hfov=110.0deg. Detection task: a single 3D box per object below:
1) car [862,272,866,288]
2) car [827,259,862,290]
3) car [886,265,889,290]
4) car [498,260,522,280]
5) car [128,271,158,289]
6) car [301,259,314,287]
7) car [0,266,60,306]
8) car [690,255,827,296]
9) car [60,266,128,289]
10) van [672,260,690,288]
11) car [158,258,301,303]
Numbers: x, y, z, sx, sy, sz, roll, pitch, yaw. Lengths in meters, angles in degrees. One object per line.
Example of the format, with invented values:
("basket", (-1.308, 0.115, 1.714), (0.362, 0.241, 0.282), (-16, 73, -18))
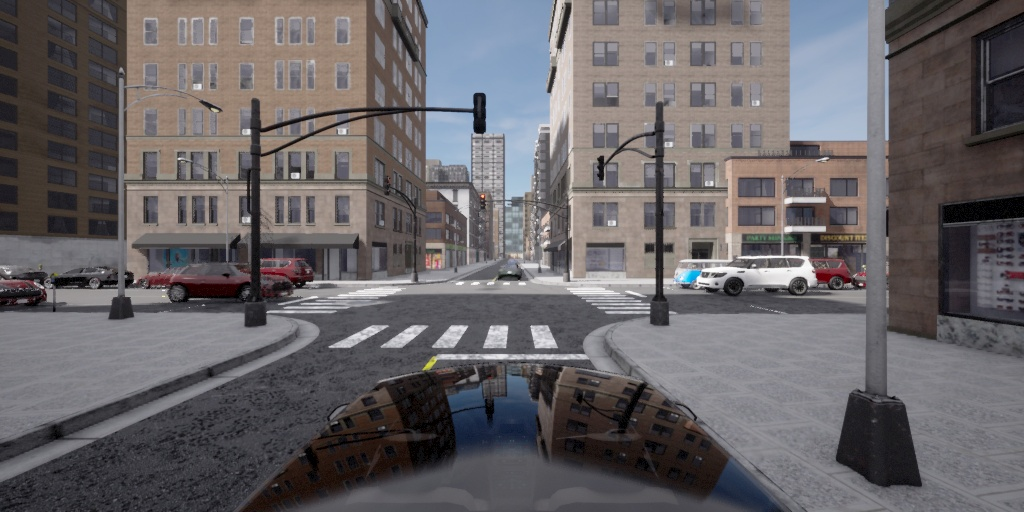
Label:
("car", (23.226, 1.216, 21.821), (4.097, 1.591, 1.967), (0, 0, 0))
("car", (17.630, 1.086, 21.853), (5.009, 1.841, 2.192), (0, 0, 0))
("car", (22.921, 1.281, 19.065), (4.892, 1.490, 1.837), (0, 0, 0))
("car", (-0.140, 1.327, 31.947), (1.994, 1.385, 4.181), (0, 0, 2))
("car", (-20.437, 1.321, 22.066), (4.207, 1.307, 1.802), (0, 0, 0))
("car", (-14.913, 1.059, 22.035), (5.009, 1.841, 2.192), (0, 0, 0))
("car", (-20.459, 1.179, 13.540), (4.097, 1.591, 1.967), (0, 0, 0))
("car", (12.956, 0.989, 19.119), (5.566, 2.045, 2.150), (0, 0, 0))
("car", (-25.960, 1.299, 22.097), (4.313, 1.339, 1.948), (0, 0, 0))
("van", (12.034, 1.108, 21.884), (3.998, 1.789, 1.690), (0, 0, 0))
("car", (-12.443, 1.099, 16.062), (4.553, 1.767, 2.097), (0, 0, 0))
